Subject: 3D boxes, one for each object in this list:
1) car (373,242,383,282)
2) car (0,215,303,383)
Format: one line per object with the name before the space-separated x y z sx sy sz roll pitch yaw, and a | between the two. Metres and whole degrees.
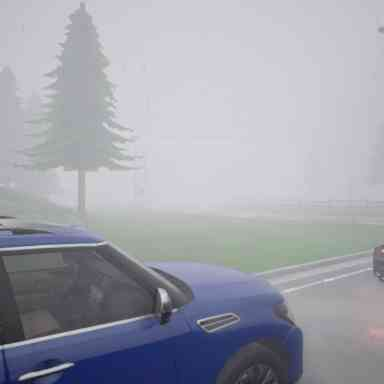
car | 6.431 1.504 8.357 4.892 1.490 1.837 0 0 -35
car | -1.508 1.222 2.671 5.566 2.045 2.150 0 0 -35
